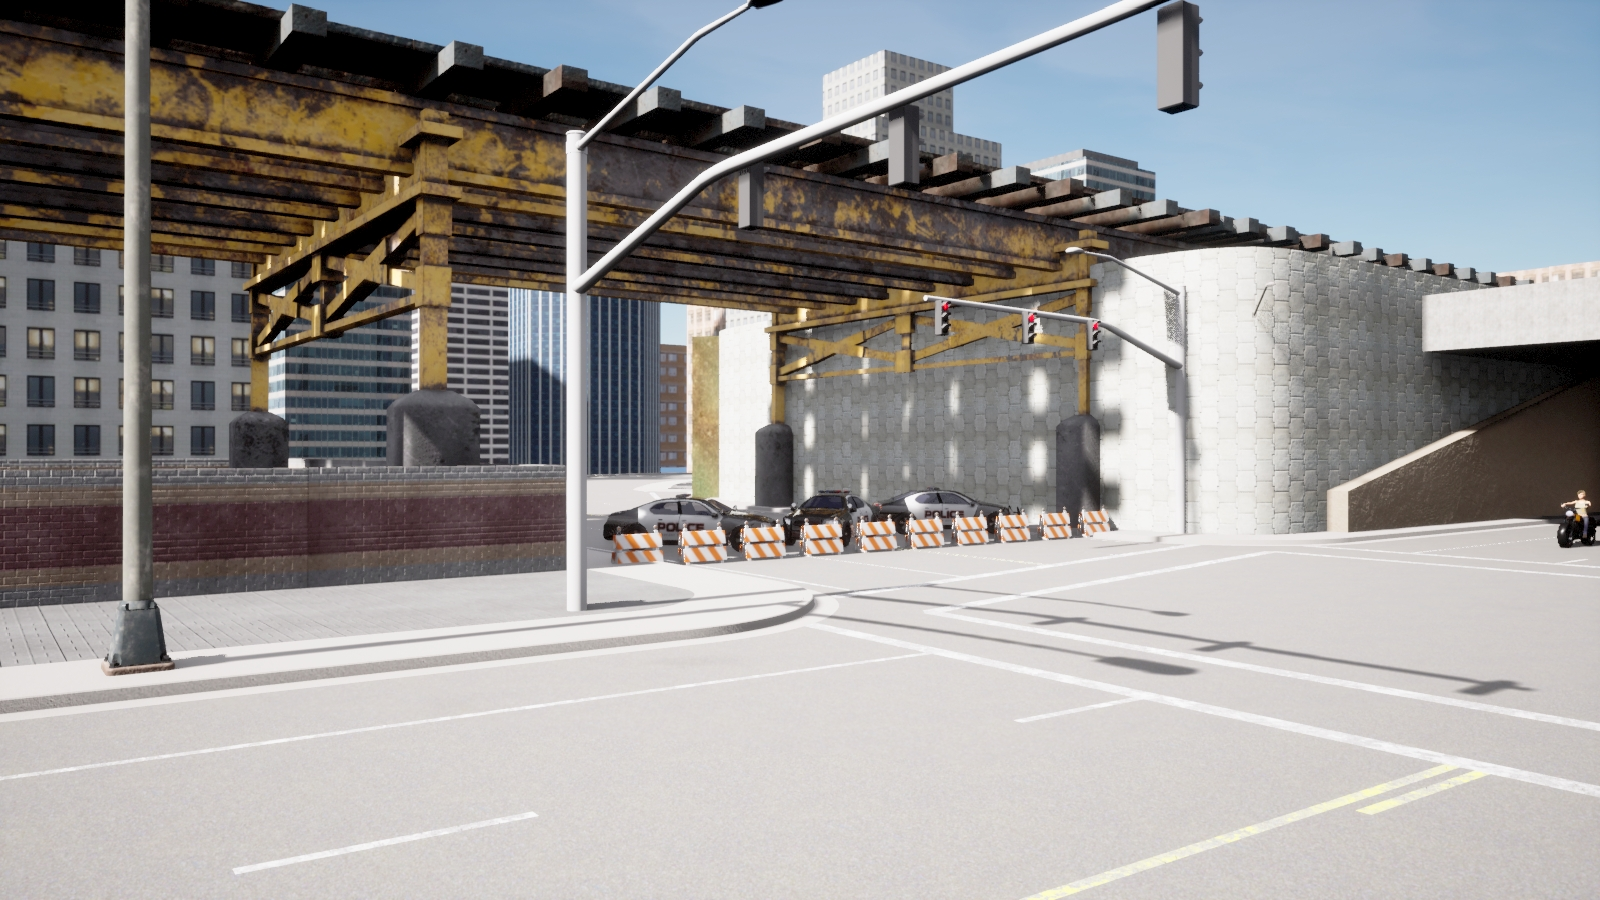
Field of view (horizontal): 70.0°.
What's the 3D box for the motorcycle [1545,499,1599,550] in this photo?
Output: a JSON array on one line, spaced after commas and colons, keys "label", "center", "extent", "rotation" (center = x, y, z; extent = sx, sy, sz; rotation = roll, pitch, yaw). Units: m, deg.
[{"label": "motorcycle", "center": [22.559, 2.142, 33.174], "extent": [2.356, 1.332, 0.764], "rotation": [0, 0, -37]}]
